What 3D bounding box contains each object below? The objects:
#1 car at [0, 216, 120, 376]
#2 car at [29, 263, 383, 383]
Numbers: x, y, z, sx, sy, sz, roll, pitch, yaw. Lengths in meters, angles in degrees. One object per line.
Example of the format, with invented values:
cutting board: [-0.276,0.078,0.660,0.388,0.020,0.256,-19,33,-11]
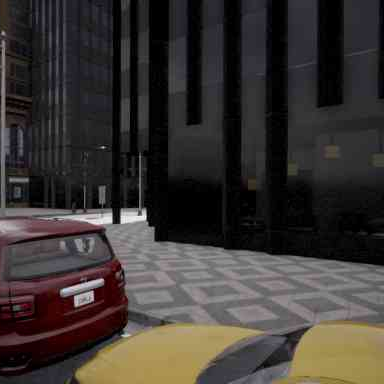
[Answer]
car: [-3.189,1.314,5.228,5.009,1.841,2.192,0,0,35]
car: [1.092,1.525,2.180,4.829,1.417,1.752,0,0,35]
